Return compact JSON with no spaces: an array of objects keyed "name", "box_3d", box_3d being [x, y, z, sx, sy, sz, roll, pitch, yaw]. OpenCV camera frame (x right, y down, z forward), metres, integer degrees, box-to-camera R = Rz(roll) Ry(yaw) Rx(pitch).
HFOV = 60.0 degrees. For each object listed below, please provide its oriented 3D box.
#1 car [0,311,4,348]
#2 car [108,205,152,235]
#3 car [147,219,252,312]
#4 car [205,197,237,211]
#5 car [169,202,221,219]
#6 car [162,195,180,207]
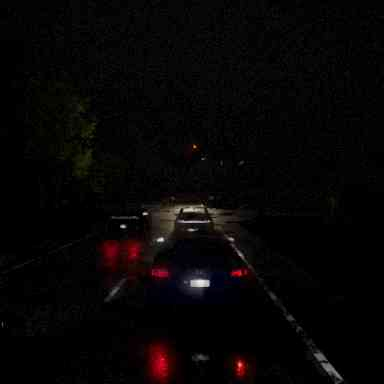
[{"name":"car","box_3d":[-3.401,1.504,2.437,1.837,1.490,4.892,0,0,0]},{"name":"car","box_3d":[-3.412,1.495,18.908,2.128,1.511,4.902,0,0,0]},{"name":"car","box_3d":[0.103,1.566,7.818,1.994,1.385,4.181,0,0,-1]},{"name":"car","box_3d":[3.598,1.424,43.665,4.553,1.767,2.097,4,2,41]},{"name":"car","box_3d":[0.093,1.495,16.721,2.128,1.511,4.902,0,0,0]},{"name":"car","box_3d":[-3.434,1.498,50.237,2.128,1.511,4.902,0,0,0]}]
